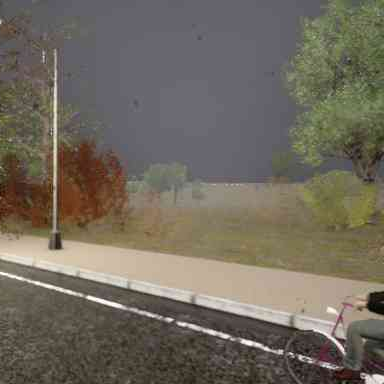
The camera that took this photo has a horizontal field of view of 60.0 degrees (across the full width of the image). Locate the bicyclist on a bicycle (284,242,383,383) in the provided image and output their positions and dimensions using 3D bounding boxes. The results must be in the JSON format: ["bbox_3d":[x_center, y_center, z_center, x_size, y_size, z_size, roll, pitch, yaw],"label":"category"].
[{"bbox_3d":[1.804,1.369,3.350,1.843,1.776,0.659,0,0,35],"label":"bicyclist on a bicycle"}]
